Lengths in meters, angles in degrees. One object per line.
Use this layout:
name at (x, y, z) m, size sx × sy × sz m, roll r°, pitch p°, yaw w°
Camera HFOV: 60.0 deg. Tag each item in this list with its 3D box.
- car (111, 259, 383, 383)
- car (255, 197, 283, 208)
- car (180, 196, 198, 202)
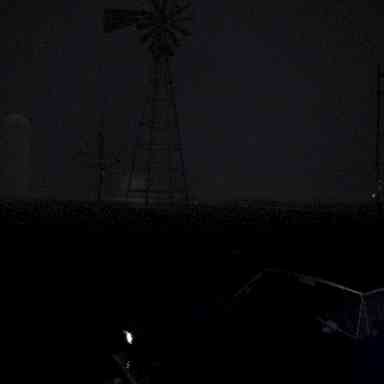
car at (1.504, 1.647, 4.146) m, size 4.718 × 1.301 × 1.895 m, roll 1°, pitch -1°, yaw -35°
car at (12.119, 1.635, 52.444) m, size 2.128 × 1.511 × 4.902 m, roll 2°, pitch 0°, yaw -36°
car at (-0.649, 1.471, 69.857) m, size 1.994 × 1.385 × 4.181 m, roll 2°, pitch 0°, yaw -36°
